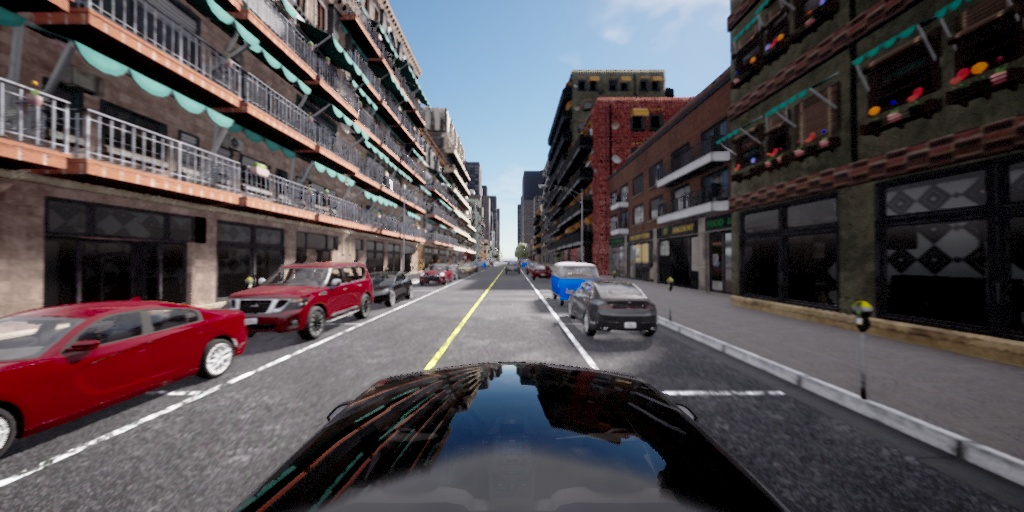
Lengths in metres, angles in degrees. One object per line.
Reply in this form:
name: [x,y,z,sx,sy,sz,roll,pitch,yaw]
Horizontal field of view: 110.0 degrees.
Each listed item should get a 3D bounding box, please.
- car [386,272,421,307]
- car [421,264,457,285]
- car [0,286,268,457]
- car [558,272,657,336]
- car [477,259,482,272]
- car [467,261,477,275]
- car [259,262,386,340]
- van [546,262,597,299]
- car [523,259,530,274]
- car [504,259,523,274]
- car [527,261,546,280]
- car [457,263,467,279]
car: [-5.694,1.391,15.992,1.948,1.339,4.313,0,0,0]
car: [-5.698,1.331,27.321,1.967,1.591,4.097,0,0,0]
car: [-5.691,1.310,4.665,1.888,1.381,4.507,0,0,0]
car: [2.688,1.346,10.331,2.007,1.370,4.403,0,0,0]
car: [-5.704,1.474,49.981,1.967,1.591,4.097,0,0,0]
car: [-5.702,1.523,44.145,1.751,1.417,4.829,0,0,0]
car: [-5.693,1.109,10.330,2.192,1.841,5.009,0,0,0]
van: [2.686,1.167,15.993,1.690,1.789,3.998,0,0,0]
car: [2.678,1.438,44.317,1.967,1.591,4.097,0,0,0]
car: [0.087,1.500,45.818,2.128,1.511,4.902,0,0,0]
car: [2.681,1.472,32.987,1.888,1.381,4.507,0,0,0]
car: [-5.699,1.476,32.986,2.007,1.370,4.403,0,0,0]
